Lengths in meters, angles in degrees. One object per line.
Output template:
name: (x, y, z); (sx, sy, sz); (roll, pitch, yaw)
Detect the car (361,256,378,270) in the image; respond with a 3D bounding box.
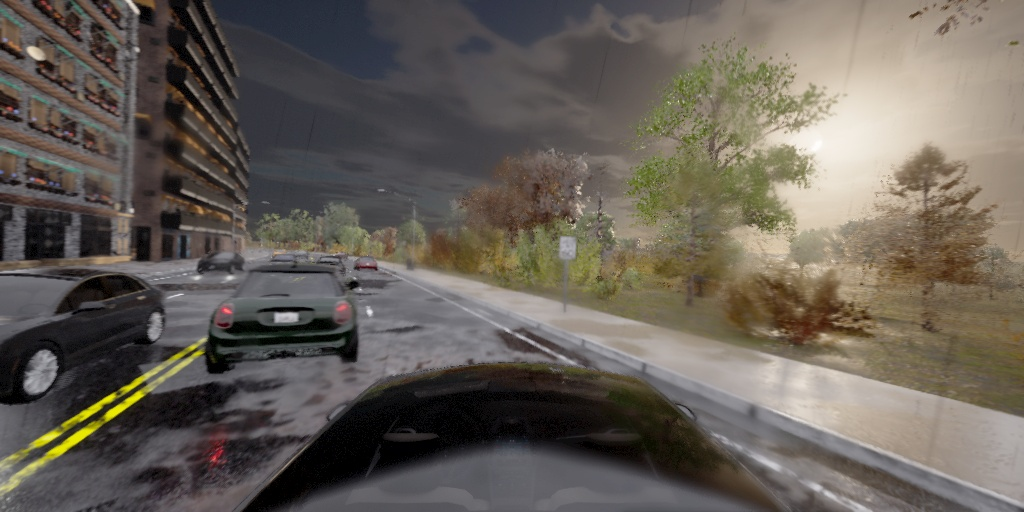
car: (-15.003, 0.712, 36.841); (1.994, 1.385, 4.181); (2, 0, -27)

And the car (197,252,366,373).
car: (-4.339, 0.929, 7.438); (2.097, 1.767, 4.553); (2, 0, -25)

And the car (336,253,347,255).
car: (-12.749, 0.746, 25.139); (1.837, 1.490, 4.892); (2, 0, -26)

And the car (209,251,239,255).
car: (-20.091, 0.426, 25.008); (1.882, 1.535, 5.008); (2, 0, -26)

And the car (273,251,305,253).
car: (-18.812, 0.546, 29.809); (2.033, 1.411, 5.357); (2, 0, -26)

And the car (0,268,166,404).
car: (-7.176, 0.968, 5.348); (1.837, 1.490, 4.892); (2, 0, -25)
